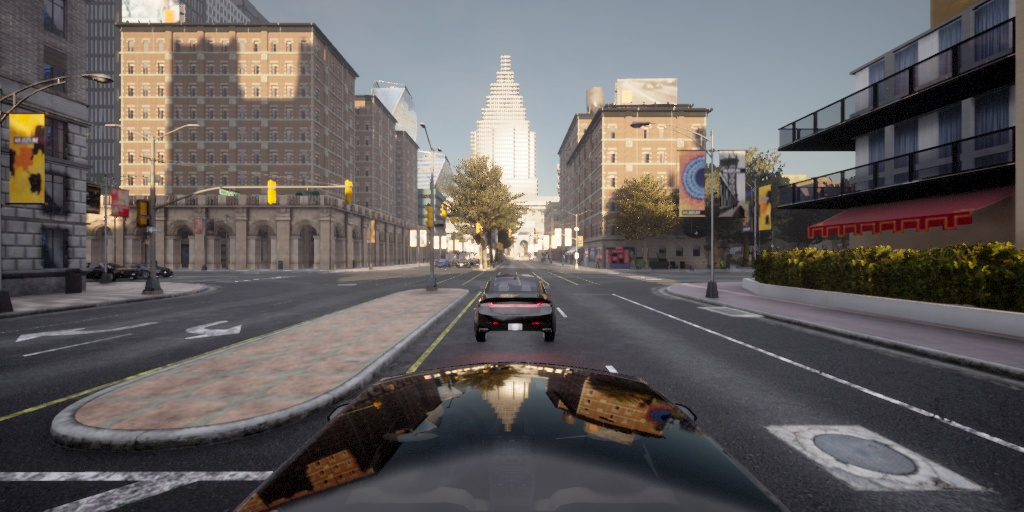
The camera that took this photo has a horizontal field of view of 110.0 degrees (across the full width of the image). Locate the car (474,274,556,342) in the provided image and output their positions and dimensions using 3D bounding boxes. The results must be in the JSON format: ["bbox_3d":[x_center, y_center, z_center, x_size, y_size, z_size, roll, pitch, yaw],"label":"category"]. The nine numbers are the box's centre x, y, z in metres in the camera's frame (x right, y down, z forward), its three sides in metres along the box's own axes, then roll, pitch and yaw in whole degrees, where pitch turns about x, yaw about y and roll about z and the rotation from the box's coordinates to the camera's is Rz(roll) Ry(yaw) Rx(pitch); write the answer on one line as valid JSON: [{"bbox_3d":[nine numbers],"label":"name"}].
[{"bbox_3d":[0.080,1.240,9.776,2.128,1.511,4.902,0,0,0],"label":"car"}]

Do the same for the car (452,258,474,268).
[{"bbox_3d":[-8.052,1.233,59.593,2.128,1.511,4.902,0,0,0],"label":"car"}]

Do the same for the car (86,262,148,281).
[{"bbox_3d":[-33.345,1.224,29.200,5.008,1.535,1.882,0,0,0],"label":"car"}]

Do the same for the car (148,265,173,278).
[{"bbox_3d":[-33.633,1.309,32.693,4.181,1.385,1.994,0,0,-1],"label":"car"}]

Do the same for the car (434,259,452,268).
[{"bbox_3d":[-11.549,1.219,60.008,1.882,1.535,5.008,0,0,0],"label":"car"}]
